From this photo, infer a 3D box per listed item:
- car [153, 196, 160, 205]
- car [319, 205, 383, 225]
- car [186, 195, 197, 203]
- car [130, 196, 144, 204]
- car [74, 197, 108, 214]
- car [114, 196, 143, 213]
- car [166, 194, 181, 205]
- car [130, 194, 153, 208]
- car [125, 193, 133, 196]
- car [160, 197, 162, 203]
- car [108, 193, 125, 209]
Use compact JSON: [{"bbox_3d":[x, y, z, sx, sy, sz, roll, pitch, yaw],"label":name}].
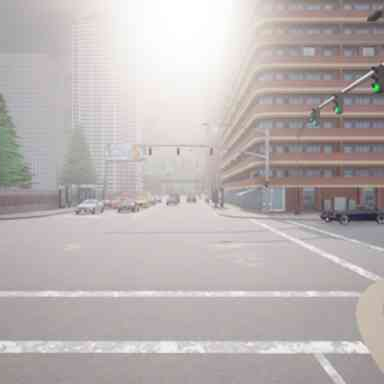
[{"bbox_3d":[-7.175,1.485,56.587,2.128,1.511,4.902,0,0,0],"label":"car"},{"bbox_3d":[11.385,1.543,23.200,4.718,1.301,1.895,0,0,-13],"label":"car"},{"bbox_3d":[-0.112,1.344,69.683,2.097,1.767,4.553,0,0,0],"label":"car"},{"bbox_3d":[-10.645,1.498,64.262,1.837,1.490,4.892,0,0,0],"label":"car"},{"bbox_3d":[-10.655,1.522,34.933,1.812,1.442,4.674,0,0,2],"label":"car"},{"bbox_3d":[-7.145,1.522,37.770,1.812,1.442,4.674,0,0,0],"label":"car"},{"bbox_3d":[-3.493,1.542,58.193,2.033,1.411,5.357,0,0,0],"label":"car"},{"bbox_3d":[-7.173,1.473,47.109,1.882,1.535,5.008,0,0,0],"label":"car"},{"bbox_3d":[-10.680,1.216,54.223,2.150,2.045,5.566,0,0,0],"label":"car"},{"bbox_3d":[-7.130,1.519,67.132,1.812,1.442,4.674,0,0,0],"label":"car"},{"bbox_3d":[-10.669,1.348,43.879,2.097,1.767,4.553,0,0,0],"label":"car"}]
